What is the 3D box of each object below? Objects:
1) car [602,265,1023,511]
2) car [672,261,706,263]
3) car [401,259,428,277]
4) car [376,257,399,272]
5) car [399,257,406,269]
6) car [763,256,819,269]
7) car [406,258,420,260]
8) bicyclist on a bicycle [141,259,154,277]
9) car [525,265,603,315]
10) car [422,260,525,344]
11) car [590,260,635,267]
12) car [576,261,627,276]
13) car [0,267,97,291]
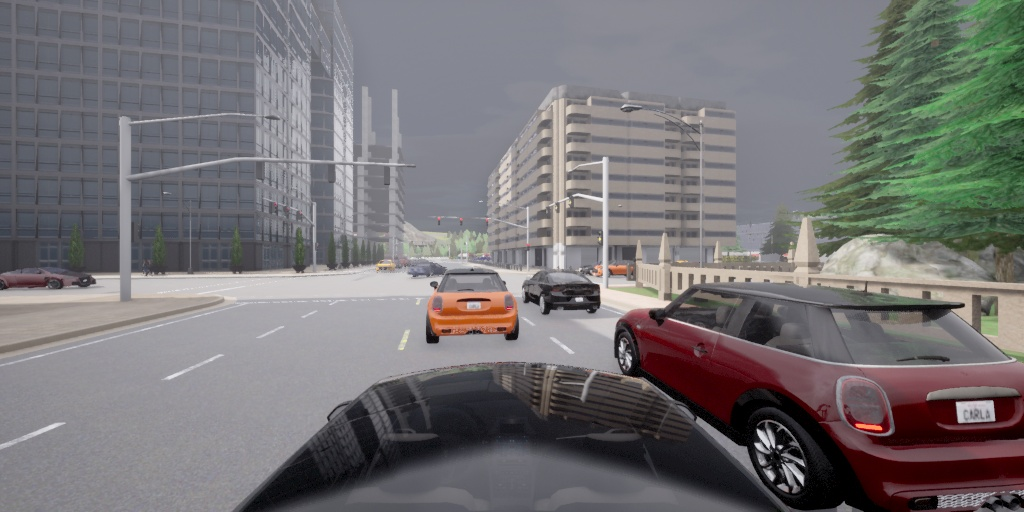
[{"bbox_3d":[3.015,1.102,4.608,2.097,1.767,4.553,0,0,-6],"label":"car"},{"bbox_3d":[18.802,1.331,36.563,4.674,1.442,1.812,0,0,-12],"label":"car"},{"bbox_3d":[-7.992,1.308,34.636,2.033,1.411,5.357,0,0,17],"label":"car"},{"bbox_3d":[-15.890,1.227,45.227,1.882,1.535,5.008,0,0,-12],"label":"car"},{"bbox_3d":[-17.853,1.241,54.441,2.128,1.511,4.902,0,0,-12],"label":"car"},{"bbox_3d":[30.827,1.027,39.211,5.566,2.045,2.150,0,0,-12],"label":"car"},{"bbox_3d":[-13.083,1.255,48.868,1.837,1.490,4.892,0,0,-12],"label":"car"},{"bbox_3d":[-33.998,1.106,33.445,0.582,1.620,1.656,0,0,-12],"label":"bicyclist on a bicycle"},{"bbox_3d":[1.686,1.228,13.773,1.882,1.535,5.008,0,0,-10],"label":"car"},{"bbox_3d":[-1.181,1.102,9.912,2.097,1.767,4.553,0,0,-10],"label":"car"},{"bbox_3d":[10.030,1.157,34.642,4.553,1.767,2.097,0,0,-12],"label":"car"},{"bbox_3d":[9.480,1.297,38.108,4.902,1.511,2.128,0,0,-12],"label":"car"},{"bbox_3d":[-28.981,1.369,22.279,4.181,1.385,1.994,0,0,-12],"label":"car"}]
